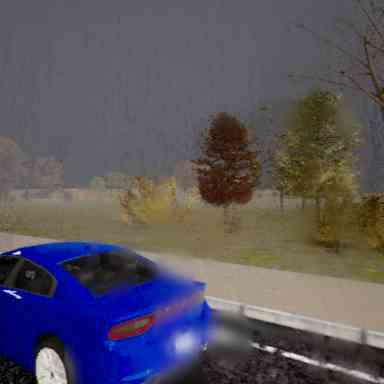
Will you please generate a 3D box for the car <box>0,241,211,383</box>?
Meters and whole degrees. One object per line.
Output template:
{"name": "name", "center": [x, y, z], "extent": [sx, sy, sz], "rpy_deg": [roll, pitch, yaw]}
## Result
{"name": "car", "center": [-2.097, 1.499, 5.061], "extent": [5.008, 1.535, 1.882], "rpy_deg": [0, 0, 36]}
